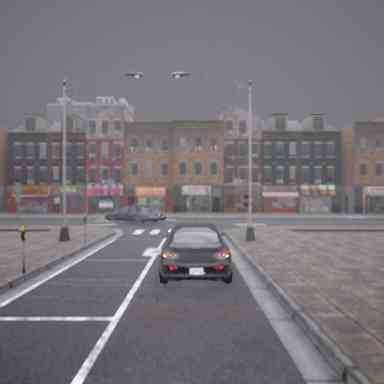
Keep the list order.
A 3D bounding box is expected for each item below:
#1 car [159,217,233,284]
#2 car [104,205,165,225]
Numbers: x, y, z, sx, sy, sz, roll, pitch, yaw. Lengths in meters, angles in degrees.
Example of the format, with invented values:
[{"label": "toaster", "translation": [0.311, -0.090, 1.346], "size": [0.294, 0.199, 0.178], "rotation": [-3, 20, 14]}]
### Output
[{"label": "car", "translation": [0.090, 1.611, 9.685], "size": [1.812, 1.442, 4.674], "rotation": [0, 0, 0]}, {"label": "car", "translation": [-4.608, 1.768, 26.556], "size": [5.357, 1.411, 2.033], "rotation": [0, 0, 34]}]
